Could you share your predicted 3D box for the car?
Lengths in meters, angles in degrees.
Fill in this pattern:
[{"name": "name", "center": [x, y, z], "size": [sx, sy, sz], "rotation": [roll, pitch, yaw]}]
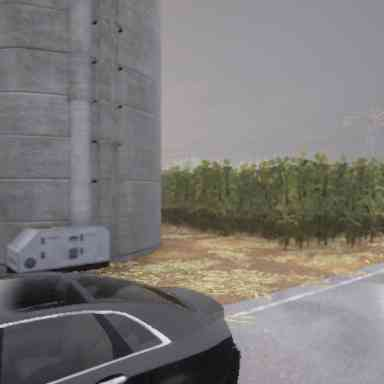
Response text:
[{"name": "car", "center": [-1.803, 1.505, 2.369], "size": [4.892, 1.490, 1.837], "rotation": [0, 0, -36]}]
